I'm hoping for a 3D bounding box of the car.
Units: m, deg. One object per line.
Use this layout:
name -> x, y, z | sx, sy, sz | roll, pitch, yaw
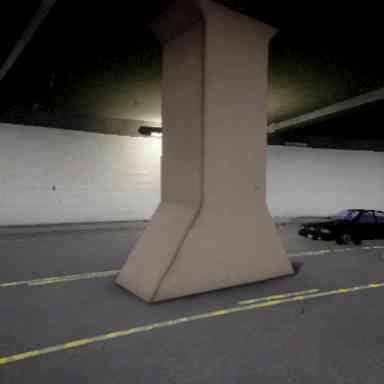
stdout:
car -> 7.472, 1.483, 14.892 | 5.357, 1.411, 2.033 | 0, 1, -20
